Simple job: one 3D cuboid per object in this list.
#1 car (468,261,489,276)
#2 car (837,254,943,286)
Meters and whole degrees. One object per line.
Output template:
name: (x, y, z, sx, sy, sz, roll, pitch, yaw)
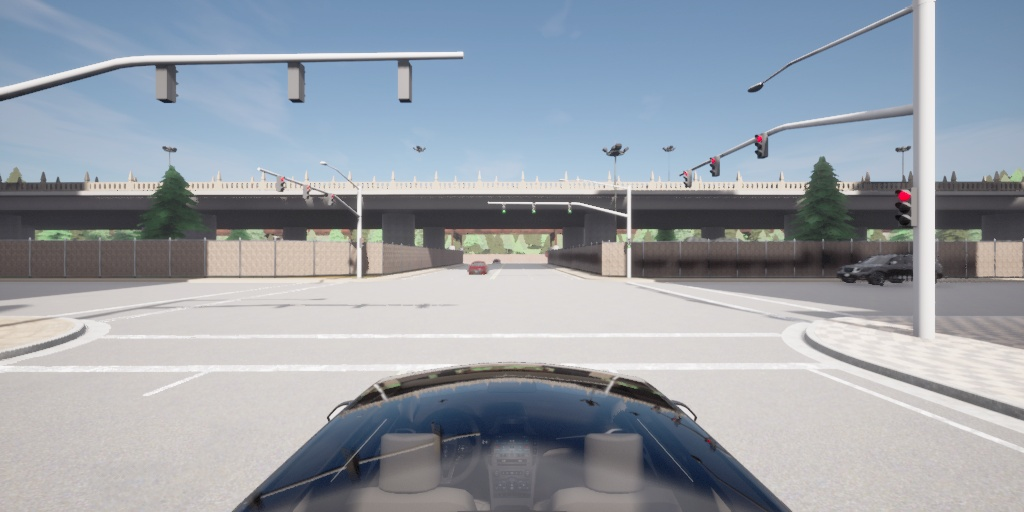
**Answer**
car: (-3.501, 1.276, 37.872, 1.882, 1.535, 5.008, 0, 1, 0)
car: (25.093, 0.915, 23.886, 5.566, 2.045, 2.150, 0, 0, 0)
